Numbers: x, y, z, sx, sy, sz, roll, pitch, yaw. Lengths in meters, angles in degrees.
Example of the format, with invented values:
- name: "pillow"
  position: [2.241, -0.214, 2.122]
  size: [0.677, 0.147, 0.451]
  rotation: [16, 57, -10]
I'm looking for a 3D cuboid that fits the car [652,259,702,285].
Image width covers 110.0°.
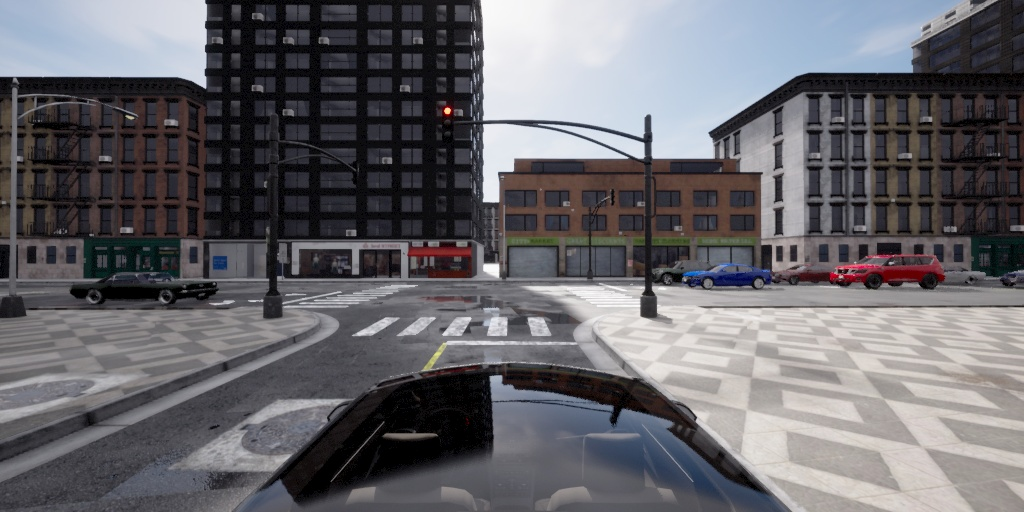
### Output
- name: "car"
  position: [11.957, 1.116, 25.289]
  size: [4.553, 1.767, 2.097]
  rotation: [0, 0, 0]

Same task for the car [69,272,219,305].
- name: "car"
  position: [-15.389, 1.338, 15.235]
  size: [4.718, 1.301, 1.895]
  rotation: [0, 0, 0]

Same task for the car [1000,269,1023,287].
- name: "car"
  position: [33.245, 1.219, 22.102]
  size: [4.674, 1.442, 1.812]
  rotation: [0, 0, 0]

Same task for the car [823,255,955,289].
- name: "car"
  position: [23.022, 0.936, 22.076]
  size: [5.566, 2.045, 2.150]
  rotation: [0, 0, 0]

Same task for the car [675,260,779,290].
- name: "car"
  position: [13.096, 1.213, 22.031]
  size: [5.008, 1.535, 1.882]
  rotation: [0, 0, -2]

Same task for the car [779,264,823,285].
- name: "car"
  position: [20.784, 1.272, 25.303]
  size: [4.674, 1.442, 1.812]
  rotation: [0, 0, 0]

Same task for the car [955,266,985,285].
- name: "car"
  position: [29.988, 1.328, 25.341]
  size: [4.718, 1.301, 1.895]
  rotation: [0, 0, 0]
